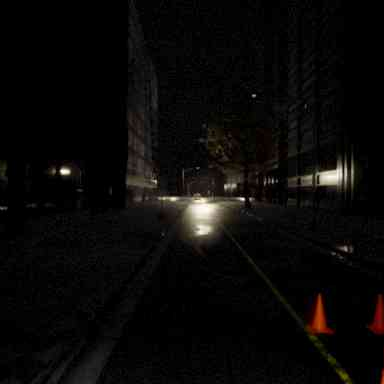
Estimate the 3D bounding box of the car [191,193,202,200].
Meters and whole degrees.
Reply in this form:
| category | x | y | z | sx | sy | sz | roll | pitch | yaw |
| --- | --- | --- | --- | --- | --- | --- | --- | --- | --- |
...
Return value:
| category | x | y | z | sx | sy | sz | roll | pitch | yaw |
| --- | --- | --- | --- | --- | --- | --- | --- | --- | --- |
| car | 1.033 | 1.154 | 72.506 | 2.150 | 2.045 | 5.566 | 0 | 0 | 1 |

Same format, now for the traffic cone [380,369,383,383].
| category | x | y | z | sx | sy | sz | roll | pitch | yaw |
| --- | --- | --- | --- | --- | --- | --- | --- | --- | --- |
| traffic cone | 2.098 | 1.977 | 3.521 | 0.340 | 0.580 | 0.340 | 0 | 0 | 1 |

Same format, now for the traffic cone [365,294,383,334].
| category | x | y | z | sx | sy | sz | roll | pitch | yaw |
| --- | --- | --- | --- | --- | --- | --- | --- | --- | --- |
| traffic cone | 3.117 | 1.988 | 5.511 | 0.340 | 0.580 | 0.340 | 0 | 0 | 1 |

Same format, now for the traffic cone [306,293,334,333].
| category | x | y | z | sx | sy | sz | roll | pitch | yaw |
| --- | --- | --- | --- | --- | --- | --- | --- | --- | --- |
| traffic cone | 2.117 | 1.980 | 5.521 | 0.340 | 0.580 | 0.340 | 0 | 0 | 1 |
